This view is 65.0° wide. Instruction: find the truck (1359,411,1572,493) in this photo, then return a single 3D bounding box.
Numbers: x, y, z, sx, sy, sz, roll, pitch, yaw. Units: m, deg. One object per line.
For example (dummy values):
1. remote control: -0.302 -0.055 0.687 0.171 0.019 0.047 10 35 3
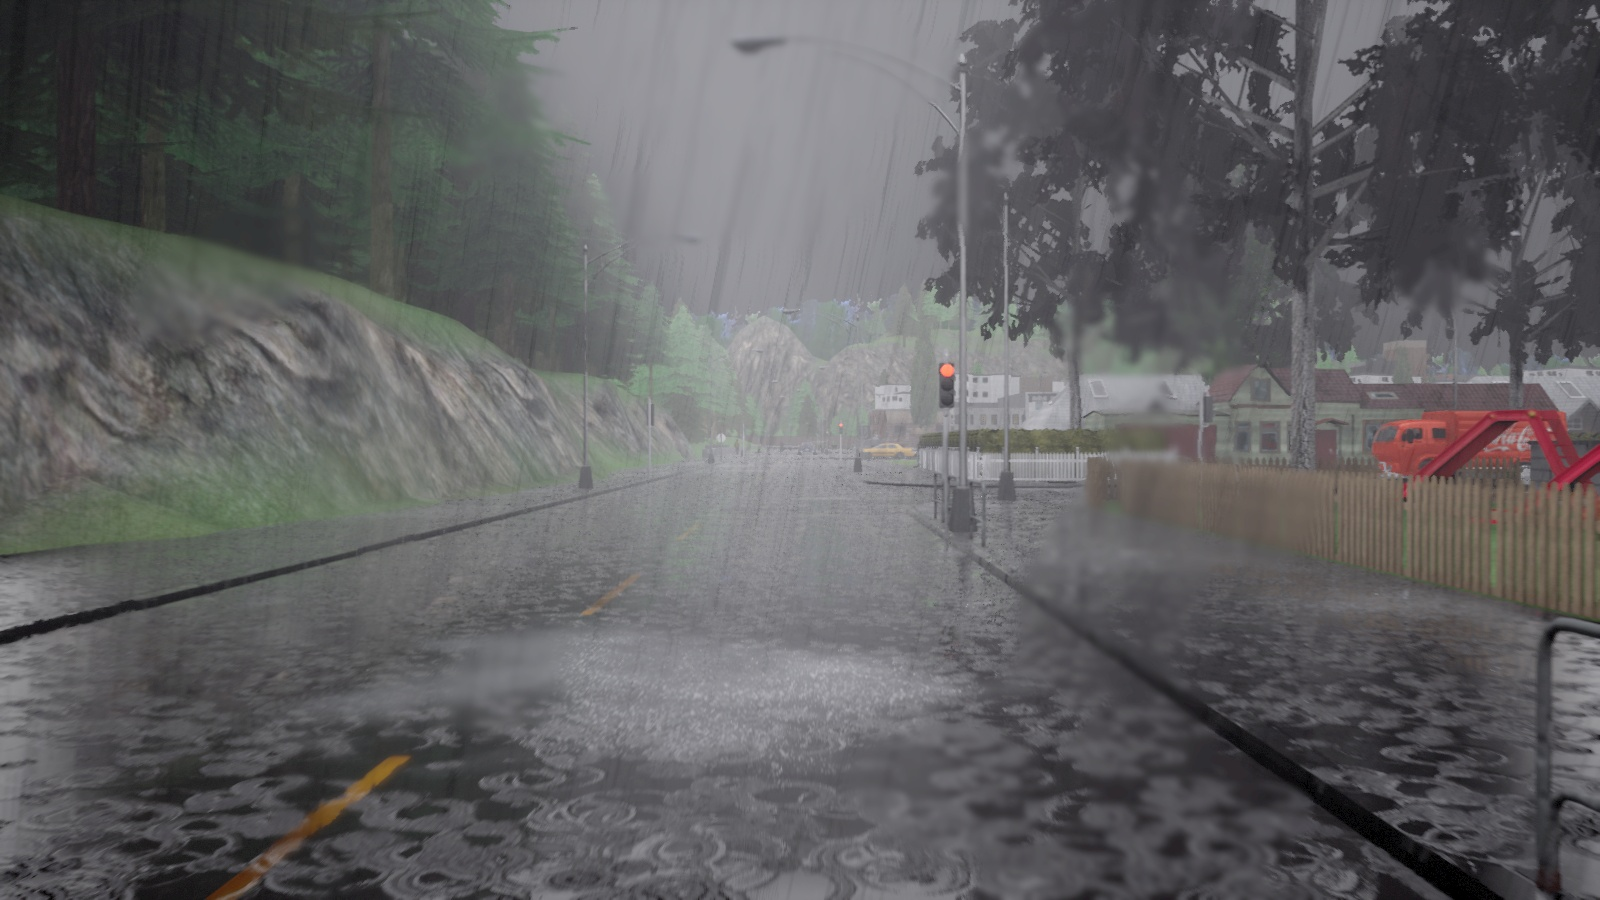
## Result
1. truck: 20.497 0.057 38.889 5.204 2.467 2.627 0 0 0
